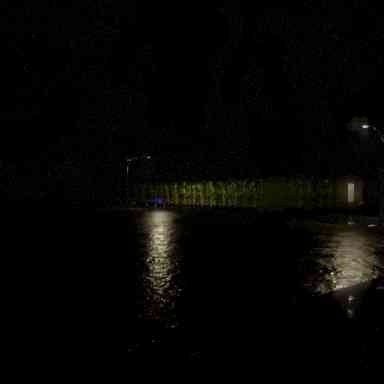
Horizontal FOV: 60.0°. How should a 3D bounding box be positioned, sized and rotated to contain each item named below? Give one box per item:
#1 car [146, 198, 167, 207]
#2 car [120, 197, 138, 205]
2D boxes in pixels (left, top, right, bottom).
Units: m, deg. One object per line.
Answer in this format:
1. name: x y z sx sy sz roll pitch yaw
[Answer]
1. car: -5.730 1.665 53.926 1.812 1.442 4.674 -1 0 -36
2. car: -11.809 1.685 62.120 1.837 1.490 4.892 -1 0 -36
